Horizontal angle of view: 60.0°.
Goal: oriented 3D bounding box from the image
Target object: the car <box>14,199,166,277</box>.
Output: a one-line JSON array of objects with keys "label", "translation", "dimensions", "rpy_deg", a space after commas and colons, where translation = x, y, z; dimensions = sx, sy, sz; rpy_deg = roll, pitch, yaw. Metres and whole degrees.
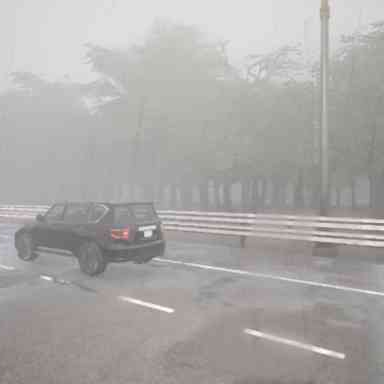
[{"label": "car", "translation": [-3.369, 1.235, 10.571], "dimensions": [5.566, 2.045, 2.150], "rpy_deg": [0, 0, 36]}]
